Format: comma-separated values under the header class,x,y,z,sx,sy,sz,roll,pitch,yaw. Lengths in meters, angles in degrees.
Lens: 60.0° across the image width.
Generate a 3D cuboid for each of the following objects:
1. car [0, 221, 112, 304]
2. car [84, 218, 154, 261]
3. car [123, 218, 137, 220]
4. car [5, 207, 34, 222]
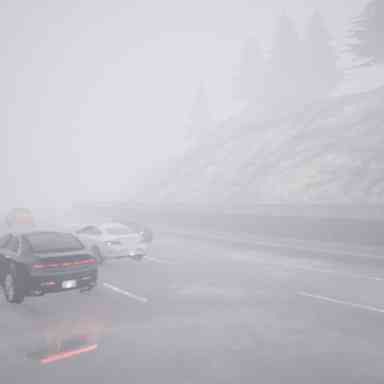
class,x,y,z,sx,sy,sz,roll,pitch,yaw
car,-4.256,1.763,8.953,1.837,1.490,4.892,3,-3,-42
car,-3.610,1.965,13.529,1.812,1.442,4.674,3,-3,-40
car,-3.998,2.216,19.542,1.994,1.385,4.181,3,-3,-38
car,-15.674,2.163,30.175,2.097,1.767,4.553,2,-2,-32
